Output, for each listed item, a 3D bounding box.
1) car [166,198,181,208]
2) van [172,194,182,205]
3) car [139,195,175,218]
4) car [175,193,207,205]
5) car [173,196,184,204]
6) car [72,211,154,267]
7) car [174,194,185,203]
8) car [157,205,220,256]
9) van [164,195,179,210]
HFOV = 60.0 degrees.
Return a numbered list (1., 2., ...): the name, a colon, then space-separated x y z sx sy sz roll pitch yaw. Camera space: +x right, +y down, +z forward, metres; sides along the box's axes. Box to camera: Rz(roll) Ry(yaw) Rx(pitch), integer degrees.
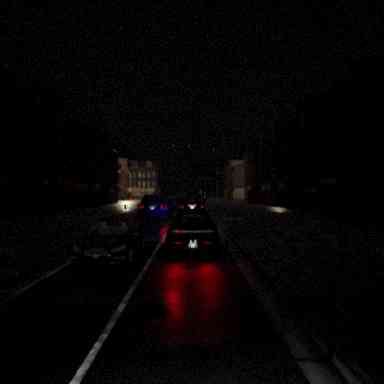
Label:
1. car: -2.650 1.554 49.324 1.947 1.339 4.313 0 0 0
2. van: -2.653 1.333 60.192 1.690 1.788 3.998 0 0 0
3. car: -2.755 1.213 25.774 2.150 2.045 5.566 0 0 0
4. car: 0.034 1.211 26.944 2.150 2.045 5.566 0 0 0
5. car: -2.653 1.539 65.626 1.887 1.381 4.507 0 0 0
6. car: -2.643 1.544 11.287 2.008 1.369 4.403 0 0 0
7. car: -2.656 1.313 71.060 2.192 1.841 5.009 0 0 0
8. car: 0.044 1.485 13.064 2.128 1.511 4.902 0 0 0
9. van: -2.650 1.329 43.891 1.690 1.788 3.998 0 0 0
